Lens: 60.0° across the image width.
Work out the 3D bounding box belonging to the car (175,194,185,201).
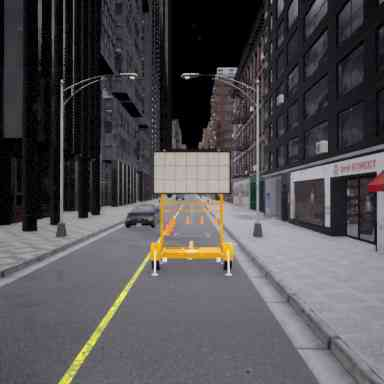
[{"bbox_3d":[-3.063,1.255,85.471,2.150,2.045,5.566,0,0,0],"label":"car"}]

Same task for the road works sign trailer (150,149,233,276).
[{"bbox_3d":[-0.006,0.466,10.360,2.380,3.560,2.880,0,0,0],"label":"road works sign trailer"}]

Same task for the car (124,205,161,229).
[{"bbox_3d":[-3.115,1.554,22.105,2.033,1.411,5.357,0,0,0],"label":"car"}]
